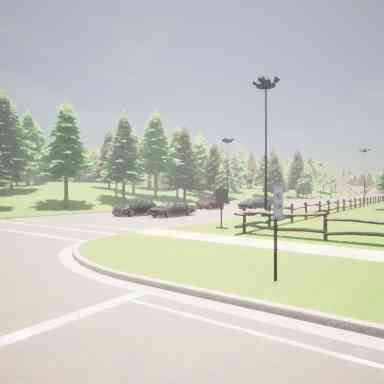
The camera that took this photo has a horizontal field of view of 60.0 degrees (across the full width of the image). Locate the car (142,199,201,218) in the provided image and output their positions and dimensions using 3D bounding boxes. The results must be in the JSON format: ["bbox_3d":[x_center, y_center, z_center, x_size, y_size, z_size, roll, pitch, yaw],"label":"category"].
[{"bbox_3d":[-1.752,1.547,30.476,2.033,1.411,5.357,0,0,35],"label":"car"}]

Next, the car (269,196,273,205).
[{"bbox_3d":[13.445,1.534,58.031,1.837,1.490,4.892,0,0,35],"label":"car"}]

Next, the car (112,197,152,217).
[{"bbox_3d":[-5.371,1.352,31.410,2.097,1.767,4.553,0,0,35],"label":"car"}]

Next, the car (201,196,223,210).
[{"bbox_3d":[2.098,1.351,42.038,2.097,1.767,4.553,0,0,35],"label":"car"}]

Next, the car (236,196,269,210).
[{"bbox_3d":[7.859,1.547,44.148,2.033,1.411,5.357,0,0,35],"label":"car"}]
